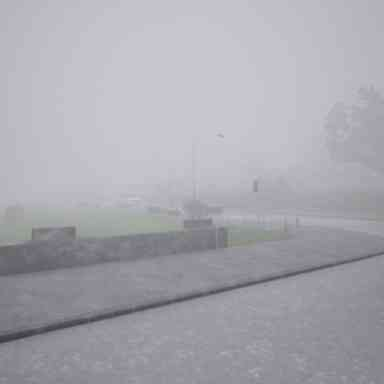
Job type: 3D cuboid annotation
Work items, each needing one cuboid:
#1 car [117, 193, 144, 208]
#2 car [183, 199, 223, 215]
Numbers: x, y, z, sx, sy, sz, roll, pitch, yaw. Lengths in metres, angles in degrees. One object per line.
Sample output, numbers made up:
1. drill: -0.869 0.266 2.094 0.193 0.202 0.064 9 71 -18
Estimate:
1. car: -8.795 1.203 47.122 2.150 2.045 5.566 0 0 -35
2. car: 1.032 1.460 33.303 1.882 1.535 5.008 0 0 -35
